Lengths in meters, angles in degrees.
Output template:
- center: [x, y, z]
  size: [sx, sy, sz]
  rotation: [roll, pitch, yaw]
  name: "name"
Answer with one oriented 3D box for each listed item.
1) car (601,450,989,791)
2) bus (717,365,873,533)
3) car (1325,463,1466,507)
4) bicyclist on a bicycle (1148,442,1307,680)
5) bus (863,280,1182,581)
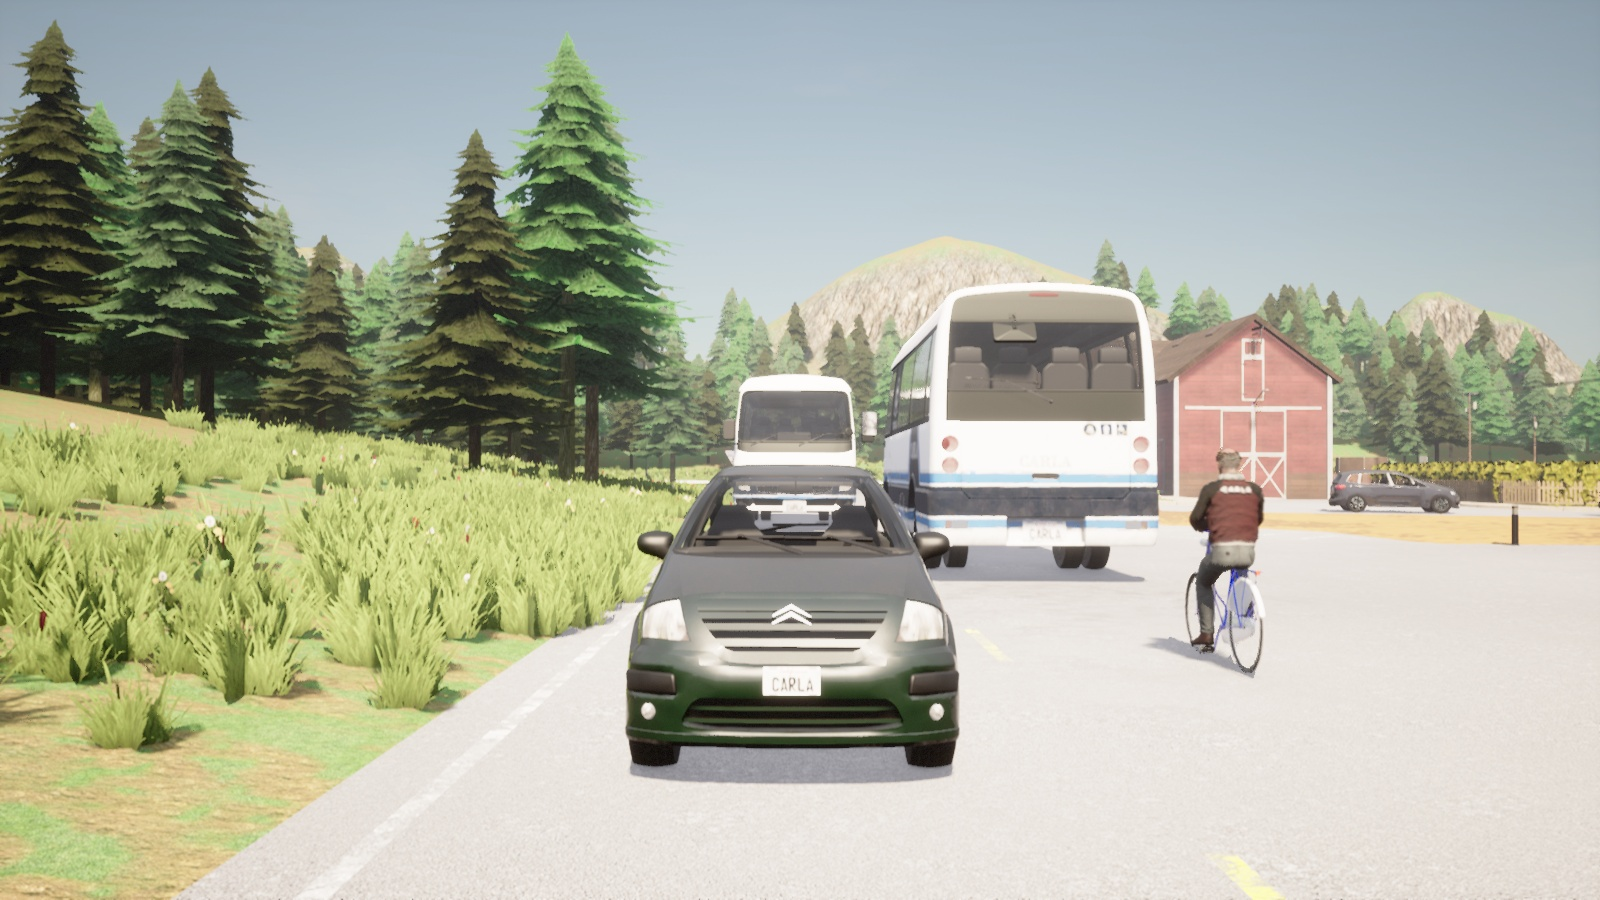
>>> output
- center: [-0.031, 0.847, 7.996]
  size: [1.851, 1.617, 3.988]
  rotation: [0, -1, 0]
  name: "car"
- center: [-0.142, 0.059, 37.026]
  size: [3.944, 4.253, 10.273]
  rotation: [0, -1, 0]
  name: "bus"
- center: [23.045, 1.329, 48.790]
  size: [4.611, 1.667, 2.242]
  rotation: [0, -1, 16]
  name: "car"
- center: [3.460, 0.845, 10.341]
  size: [0.659, 1.776, 1.843]
  rotation: [0, -1, 0]
  name: "bicyclist on a bicycle"
- center: [3.410, -0.192, 22.907]
  size: [3.944, 4.253, 10.273]
  rotation: [0, -1, 0]
  name: "bus"
